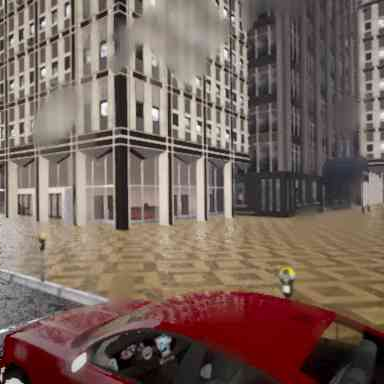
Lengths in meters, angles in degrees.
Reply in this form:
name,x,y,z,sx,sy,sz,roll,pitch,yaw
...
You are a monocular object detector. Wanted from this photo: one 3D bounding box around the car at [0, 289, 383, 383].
name,x,y,z,sx,sy,sz,roll,pitch,yaw
car,0.144,1.537,2.750,4.507,1.381,1.887,0,-1,36
